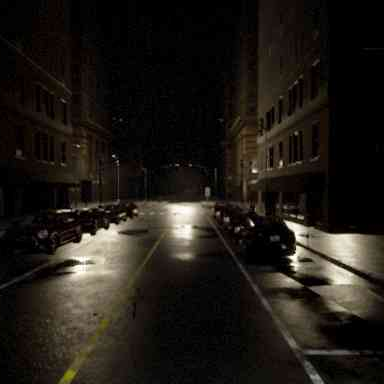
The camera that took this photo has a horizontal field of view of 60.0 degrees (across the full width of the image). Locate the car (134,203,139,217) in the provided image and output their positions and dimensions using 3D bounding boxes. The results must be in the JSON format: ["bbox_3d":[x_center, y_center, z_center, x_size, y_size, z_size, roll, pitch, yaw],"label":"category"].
[{"bbox_3d":[-5.830,1.589,29.532,1.887,1.381,4.507,-1,0,0],"label":"car"}]

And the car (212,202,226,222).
[{"bbox_3d":[2.706,1.576,24.044,1.887,1.381,4.507,-1,0,0],"label":"car"}]

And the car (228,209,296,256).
[{"bbox_3d":[2.729,1.581,13.034,1.947,1.339,4.313,-1,0,0],"label":"car"}]

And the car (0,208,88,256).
[{"bbox_3d":[-5.798,1.461,13.016,1.967,1.590,4.097,-1,0,0],"label":"car"}]

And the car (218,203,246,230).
[{"bbox_3d":[2.717,1.568,18.539,1.887,1.381,4.507,-1,0,0],"label":"car"}]

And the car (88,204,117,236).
[{"bbox_3d":[-5.808,1.594,18.522,1.947,1.339,4.313,-1,0,0],"label":"car"}]

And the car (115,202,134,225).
[{"bbox_3d":[-5.819,1.587,24.027,2.008,1.369,4.403,-1,0,0],"label":"car"}]
